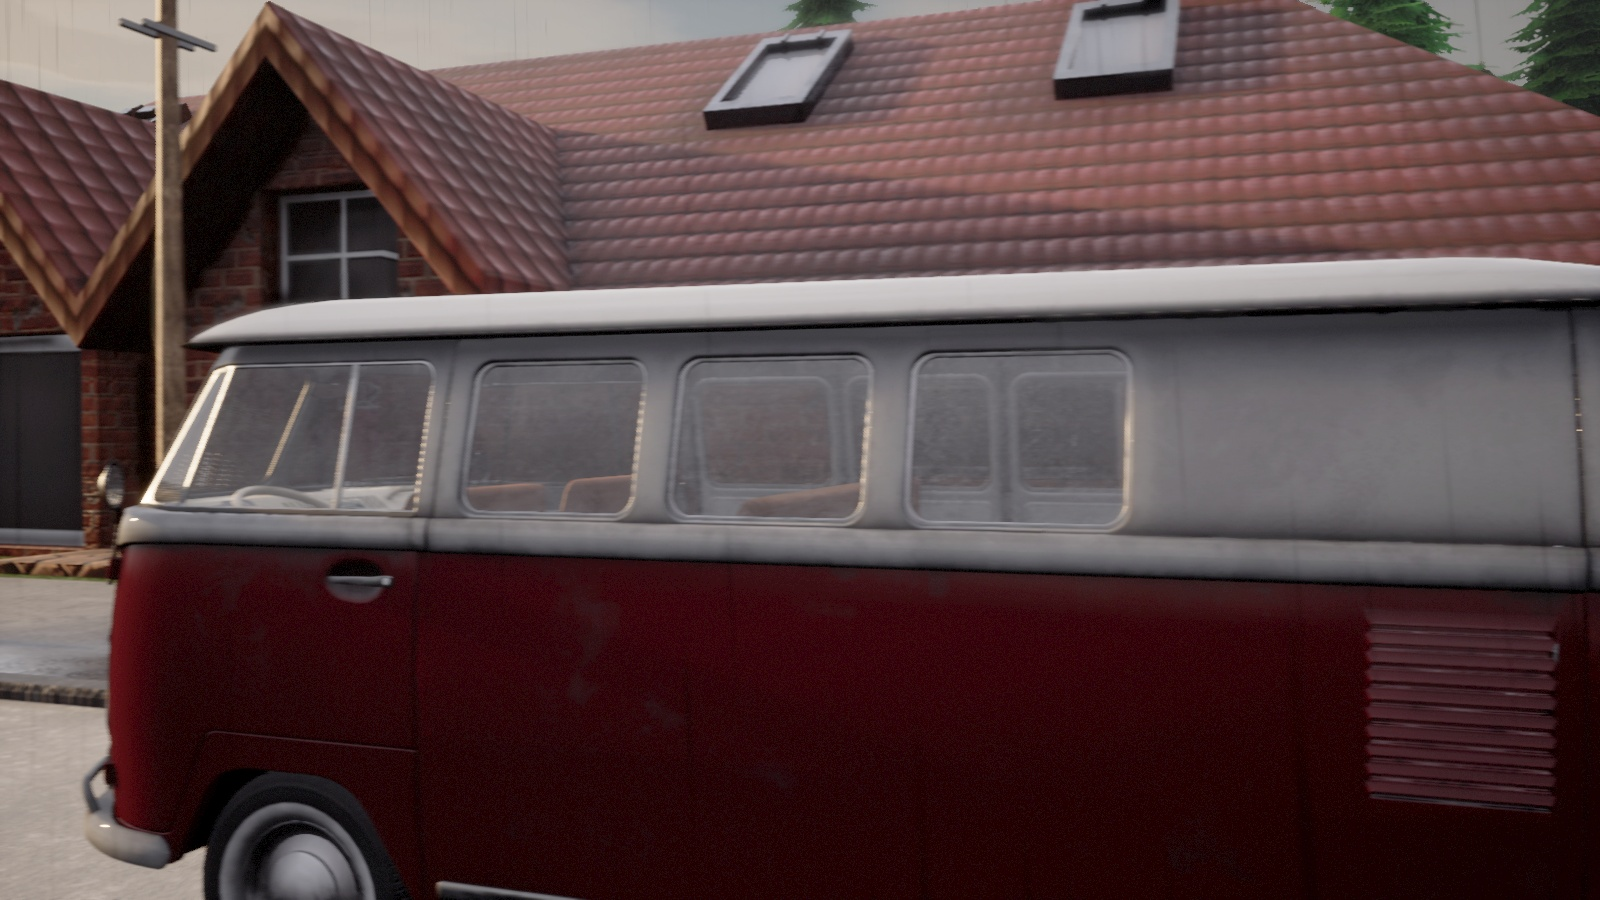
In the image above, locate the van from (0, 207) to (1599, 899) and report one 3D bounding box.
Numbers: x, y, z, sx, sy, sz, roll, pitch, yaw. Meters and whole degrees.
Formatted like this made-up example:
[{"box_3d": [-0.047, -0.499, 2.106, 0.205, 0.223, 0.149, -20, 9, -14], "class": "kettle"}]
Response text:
[{"box_3d": [-0.063, 0.520, 3.739, 4.442, 1.987, 1.775, 1, 1, 19], "class": "van"}]
